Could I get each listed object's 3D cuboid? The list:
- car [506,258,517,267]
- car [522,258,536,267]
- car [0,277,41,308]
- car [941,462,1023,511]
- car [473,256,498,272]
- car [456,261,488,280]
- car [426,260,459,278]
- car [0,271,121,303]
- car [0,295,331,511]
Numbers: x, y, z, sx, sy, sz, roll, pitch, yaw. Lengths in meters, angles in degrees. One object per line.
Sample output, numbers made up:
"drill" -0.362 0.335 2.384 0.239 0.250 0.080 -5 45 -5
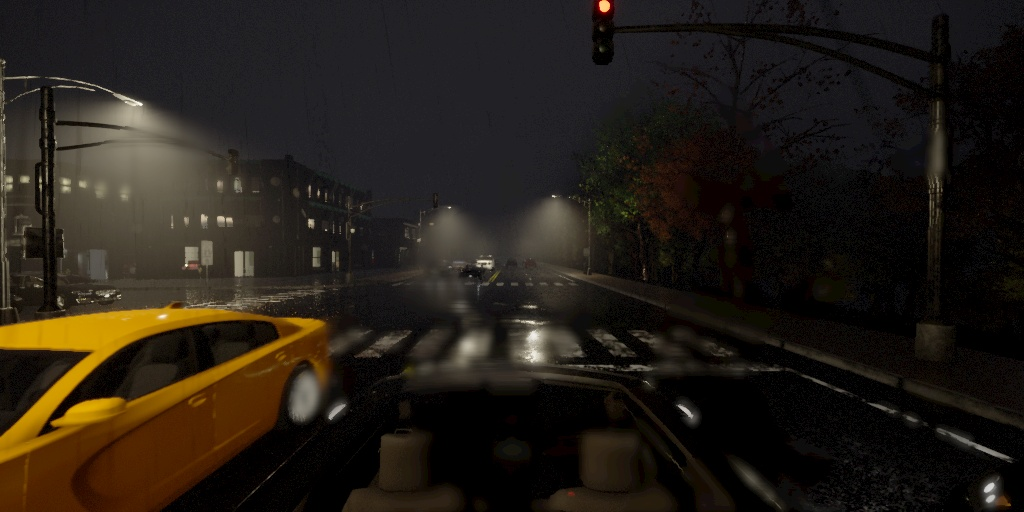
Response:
"car" -0.031 1.204 63.774 1.882 1.535 5.008 0 0 0
"car" 3.221 1.204 63.193 1.882 1.535 5.008 0 0 0
"car" -19.970 1.565 12.502 4.313 1.339 1.948 0 0 0
"car" 3.355 1.314 0.186 1.994 1.385 4.181 0 0 0
"car" -3.435 0.957 46.775 2.150 2.045 5.566 0 0 1
"car" -3.414 1.341 31.650 1.895 1.301 4.718 0 0 0
"car" -6.668 1.231 33.569 2.128 1.511 4.902 0 0 0
"car" -19.619 1.472 15.208 4.892 1.490 1.837 -1 1 0
"car" -3.352 1.227 2.747 1.882 1.535 5.008 0 0 0
